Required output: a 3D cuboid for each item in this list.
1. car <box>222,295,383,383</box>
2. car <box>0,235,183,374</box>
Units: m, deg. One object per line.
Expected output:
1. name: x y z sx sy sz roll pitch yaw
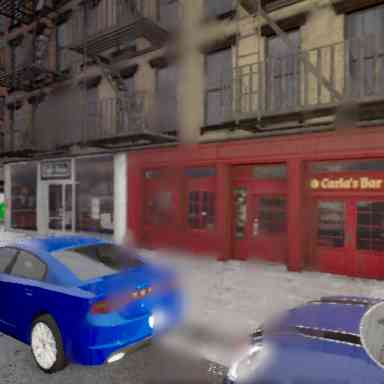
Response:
1. car: 2.430 1.362 2.215 4.553 1.767 2.097 0 0 36
2. car: -2.468 1.494 5.731 5.008 1.535 1.882 0 0 36
